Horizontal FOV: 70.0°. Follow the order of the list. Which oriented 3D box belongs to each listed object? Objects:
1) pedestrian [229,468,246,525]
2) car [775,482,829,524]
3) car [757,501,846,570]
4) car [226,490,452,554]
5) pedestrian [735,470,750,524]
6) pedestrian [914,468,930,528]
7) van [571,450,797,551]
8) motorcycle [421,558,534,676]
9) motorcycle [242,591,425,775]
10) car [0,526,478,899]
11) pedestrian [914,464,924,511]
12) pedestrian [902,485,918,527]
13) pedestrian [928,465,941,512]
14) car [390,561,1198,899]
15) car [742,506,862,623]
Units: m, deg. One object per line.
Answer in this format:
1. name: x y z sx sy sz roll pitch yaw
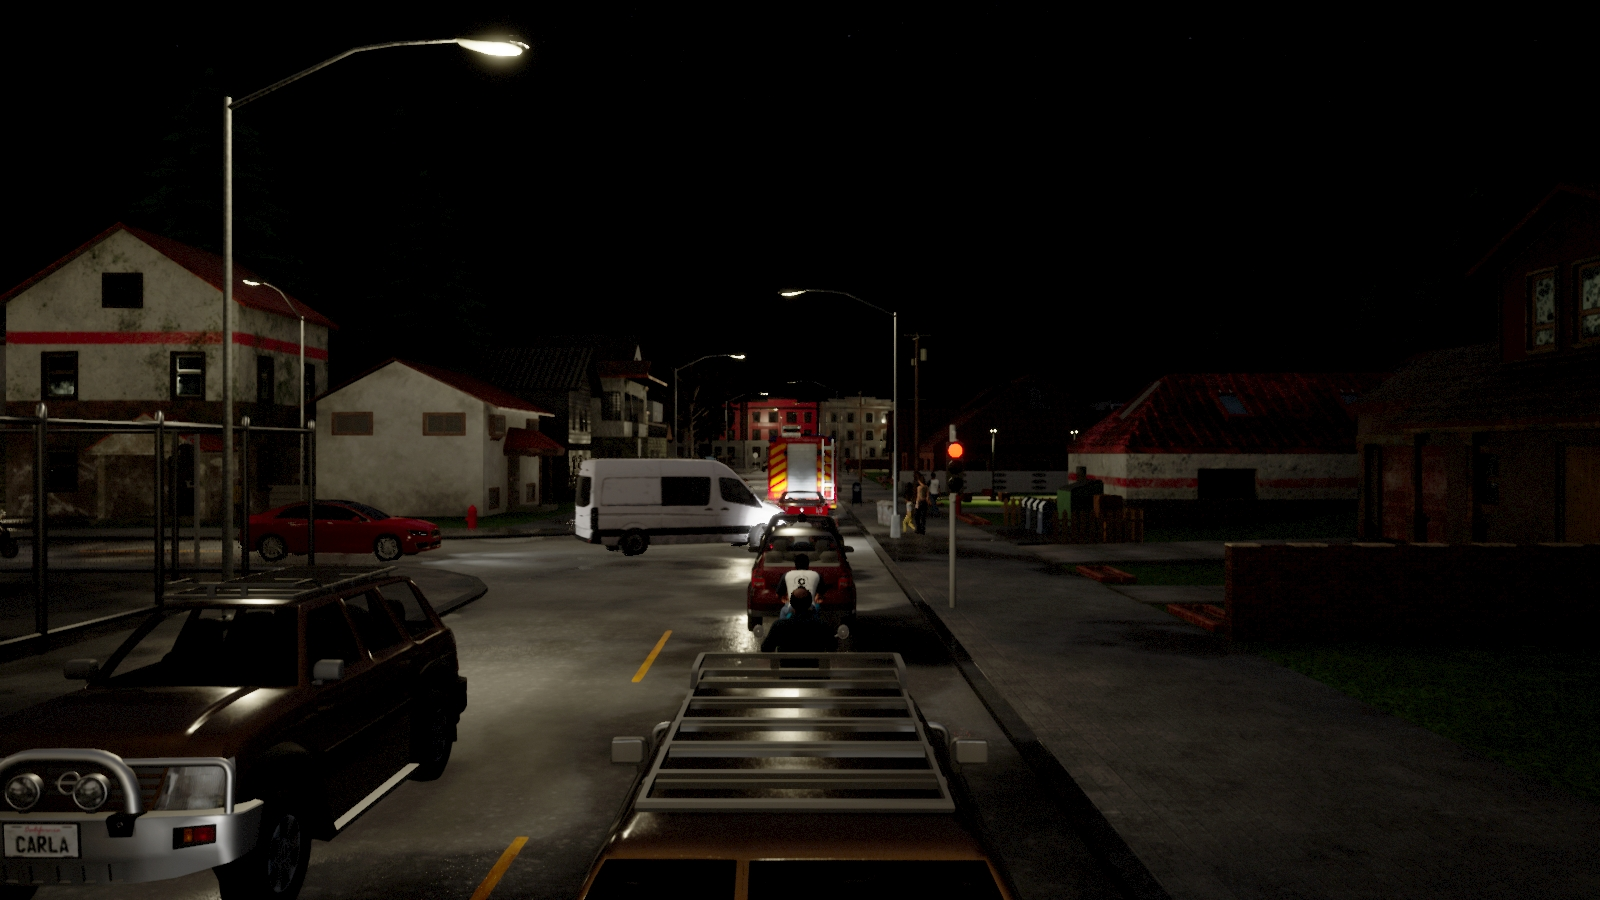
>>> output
1. pedestrian: -18.475 1.510 37.531 0.375 1.860 0.375 0 0 0
2. car: 0.073 1.919 42.202 1.895 1.301 4.718 0 0 0
3. car: 0.042 1.918 26.664 1.895 1.301 4.718 0 0 0
4. car: -11.763 1.830 29.425 4.892 1.480 2.231 0 0 0
5. pedestrian: -1.978 1.613 39.361 0.375 1.860 0.375 0 0 22
6. pedestrian: 3.838 1.512 35.930 0.375 1.860 0.375 0 0 -32
7. van: -3.180 1.303 31.627 5.915 2.561 1.988 0 1 -25
8. motorcycle: -3.894 1.987 13.966 0.803 1.145 2.033 0 0 0
9. motorcycle: -3.994 1.958 9.954 0.856 1.236 1.805 0 0 0
10. car: -3.983 1.640 8.349 1.932 1.855 4.605 0 0 0
11. pedestrian: 4.782 1.506 45.911 0.375 1.860 0.375 0 0 6
12. pedestrian: 3.530 1.791 36.584 0.375 1.300 0.375 0 0 37
13. pedestrian: 5.303 1.507 45.169 0.375 1.860 0.375 0 0 -23
14. car: -0.006 1.641 5.035 1.932 1.855 4.605 0 0 0
15. car: 0.027 1.798 18.824 1.789 1.549 3.705 0 0 0
